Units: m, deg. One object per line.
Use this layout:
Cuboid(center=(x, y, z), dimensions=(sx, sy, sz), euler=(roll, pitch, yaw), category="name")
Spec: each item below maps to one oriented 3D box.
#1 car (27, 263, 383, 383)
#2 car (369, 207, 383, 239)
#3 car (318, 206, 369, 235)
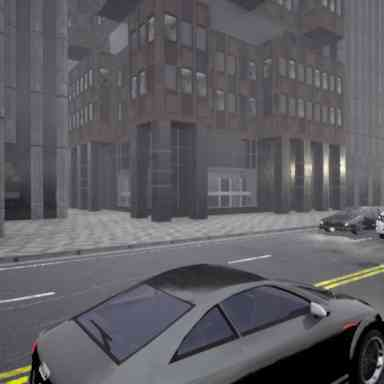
Cuboid(center=(0.451, 1.561, 3.800), dimensions=(4.181, 1.385, 1.994), euler=(0, 0, -36), category="car")
Cuboid(center=(11.014, 1.201, 15.895), dimensions=(5.566, 2.045, 2.150), euler=(0, 0, -36), category="car")
Cuboid(center=(9.357, 1.527, 18.709), dimensions=(5.357, 1.411, 2.033), euler=(0, 0, -36), category="car")
